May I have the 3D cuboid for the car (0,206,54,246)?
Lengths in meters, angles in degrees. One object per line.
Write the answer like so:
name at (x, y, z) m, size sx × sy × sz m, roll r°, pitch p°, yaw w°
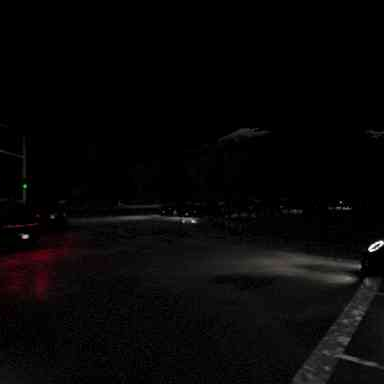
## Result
car at (-8.439, 1.517, 14.313) m, size 4.902 × 1.511 × 2.128 m, roll 0°, pitch 0°, yaw 35°

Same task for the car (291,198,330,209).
car at (15.595, 1.542, 43.620) m, size 4.674 × 1.442 × 1.812 m, roll 0°, pitch 0°, yaw -35°

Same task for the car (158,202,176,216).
car at (-1.215, 1.626, 33.686) m, size 1.895 × 1.301 × 4.718 m, roll 0°, pitch 0°, yaw 43°

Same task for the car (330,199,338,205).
car at (20.641, 1.521, 50.883) m, size 4.892 × 1.490 × 1.837 m, roll 0°, pitch 0°, yaw -29°

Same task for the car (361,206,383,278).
car at (6.591, 1.352, 7.886) m, size 4.553 × 1.767 × 2.097 m, roll 0°, pitch 0°, yaw 36°

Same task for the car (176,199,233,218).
car at (1.268, 1.569, 31.303) m, size 2.033 × 1.411 × 5.357 m, roll 0°, pitch 0°, yaw 41°

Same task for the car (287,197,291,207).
car at (13.080, 1.498, 46.108) m, size 5.008 × 1.535 × 1.882 m, roll 0°, pitch 0°, yaw -35°

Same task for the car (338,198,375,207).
car at (24.088, 1.576, 48.714) m, size 4.181 × 1.385 × 1.994 m, roll 0°, pitch 0°, yaw -27°

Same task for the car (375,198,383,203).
car at (29.553, 1.612, 55.217) m, size 4.718 × 1.301 × 1.895 m, roll 0°, pitch 0°, yaw -22°

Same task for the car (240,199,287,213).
car at (8.260, 1.511, 37.963) m, size 4.902 × 1.511 × 2.128 m, roll 0°, pitch 0°, yaw -40°

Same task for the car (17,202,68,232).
car at (-9.260, 1.380, 19.197) m, size 4.553 × 1.767 × 2.097 m, roll 0°, pitch 0°, yaw 35°

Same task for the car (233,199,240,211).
car at (5.546, 1.501, 40.213) m, size 5.008 × 1.535 × 1.882 m, roll 0°, pitch 0°, yaw -41°
